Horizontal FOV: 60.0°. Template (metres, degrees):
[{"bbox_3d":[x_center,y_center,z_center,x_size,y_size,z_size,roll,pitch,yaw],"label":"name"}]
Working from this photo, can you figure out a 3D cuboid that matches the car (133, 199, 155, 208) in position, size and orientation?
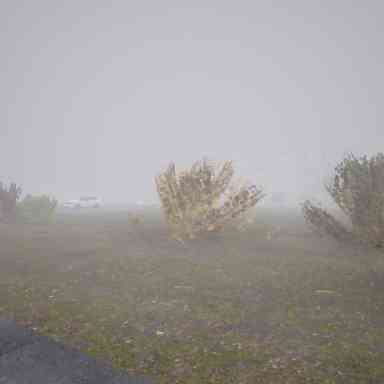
[{"bbox_3d":[-8.517,2.064,59.740,1.812,1.442,4.674,-1,-1,36],"label":"car"}]

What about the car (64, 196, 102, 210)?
[{"bbox_3d":[-16.060,1.617,49.341,2.150,2.045,5.566,-1,-1,36],"label":"car"}]
